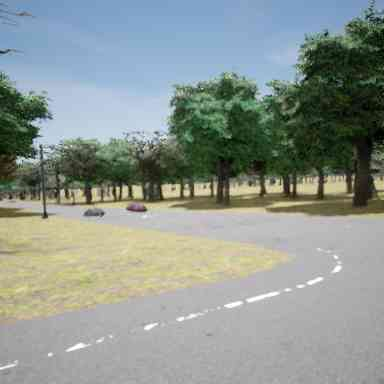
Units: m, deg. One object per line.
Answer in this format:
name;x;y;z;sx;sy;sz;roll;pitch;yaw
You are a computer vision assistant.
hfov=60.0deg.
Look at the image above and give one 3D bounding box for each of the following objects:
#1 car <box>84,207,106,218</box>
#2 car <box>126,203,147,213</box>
car;-13.807;2.802;47.049;1.994;1.385;4.181;-4;1;-36
car;-8.822;2.444;52.145;1.994;1.385;4.181;-4;1;-36
